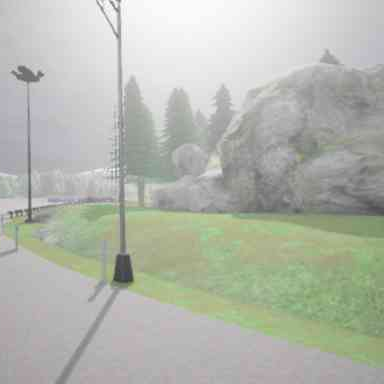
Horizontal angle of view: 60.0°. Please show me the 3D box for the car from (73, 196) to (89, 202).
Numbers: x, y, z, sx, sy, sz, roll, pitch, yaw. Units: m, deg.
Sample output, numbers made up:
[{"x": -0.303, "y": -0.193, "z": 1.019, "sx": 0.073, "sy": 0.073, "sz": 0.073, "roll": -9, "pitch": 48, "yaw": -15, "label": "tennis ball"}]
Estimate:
[{"x": -26.639, "y": 1.795, "z": 81.699, "sx": 2.033, "sy": 1.411, "sz": 5.357, "roll": -1, "pitch": 0, "yaw": -1, "label": "car"}]

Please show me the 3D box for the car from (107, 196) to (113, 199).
[{"x": -23.389, "y": 1.683, "z": 92.199, "sx": 2.033, "sy": 1.411, "sz": 5.357, "roll": -1, "pitch": 0, "yaw": -1, "label": "car"}]

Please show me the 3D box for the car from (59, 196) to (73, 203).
[{"x": -30.137, "y": 1.851, "z": 81.616, "sx": 2.128, "sy": 1.511, "sz": 4.902, "roll": -1, "pitch": 0, "yaw": -1, "label": "car"}]

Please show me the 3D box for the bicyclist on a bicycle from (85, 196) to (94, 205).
[{"x": -17.582, "y": 1.495, "z": 56.632, "sx": 1.656, "sy": 1.620, "sz": 0.582, "roll": 0, "pitch": 0, "yaw": -8, "label": "bicyclist on a bicycle"}]

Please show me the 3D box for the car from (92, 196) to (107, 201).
[{"x": -23.141, "y": 1.685, "z": 81.782, "sx": 1.837, "sy": 1.490, "sz": 4.892, "roll": -1, "pitch": 0, "yaw": -1, "label": "car"}]

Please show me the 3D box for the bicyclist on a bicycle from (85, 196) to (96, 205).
[{"x": -17.607, "y": 1.495, "z": 57.624, "sx": 1.656, "sy": 1.620, "sz": 0.582, "roll": 0, "pitch": -2, "yaw": 20, "label": "bicyclist on a bicycle"}]

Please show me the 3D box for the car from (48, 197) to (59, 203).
[{"x": -33.637, "y": 1.875, "z": 81.532, "sx": 1.882, "sy": 1.535, "sz": 5.008, "roll": -1, "pitch": 0, "yaw": -1, "label": "car"}]
